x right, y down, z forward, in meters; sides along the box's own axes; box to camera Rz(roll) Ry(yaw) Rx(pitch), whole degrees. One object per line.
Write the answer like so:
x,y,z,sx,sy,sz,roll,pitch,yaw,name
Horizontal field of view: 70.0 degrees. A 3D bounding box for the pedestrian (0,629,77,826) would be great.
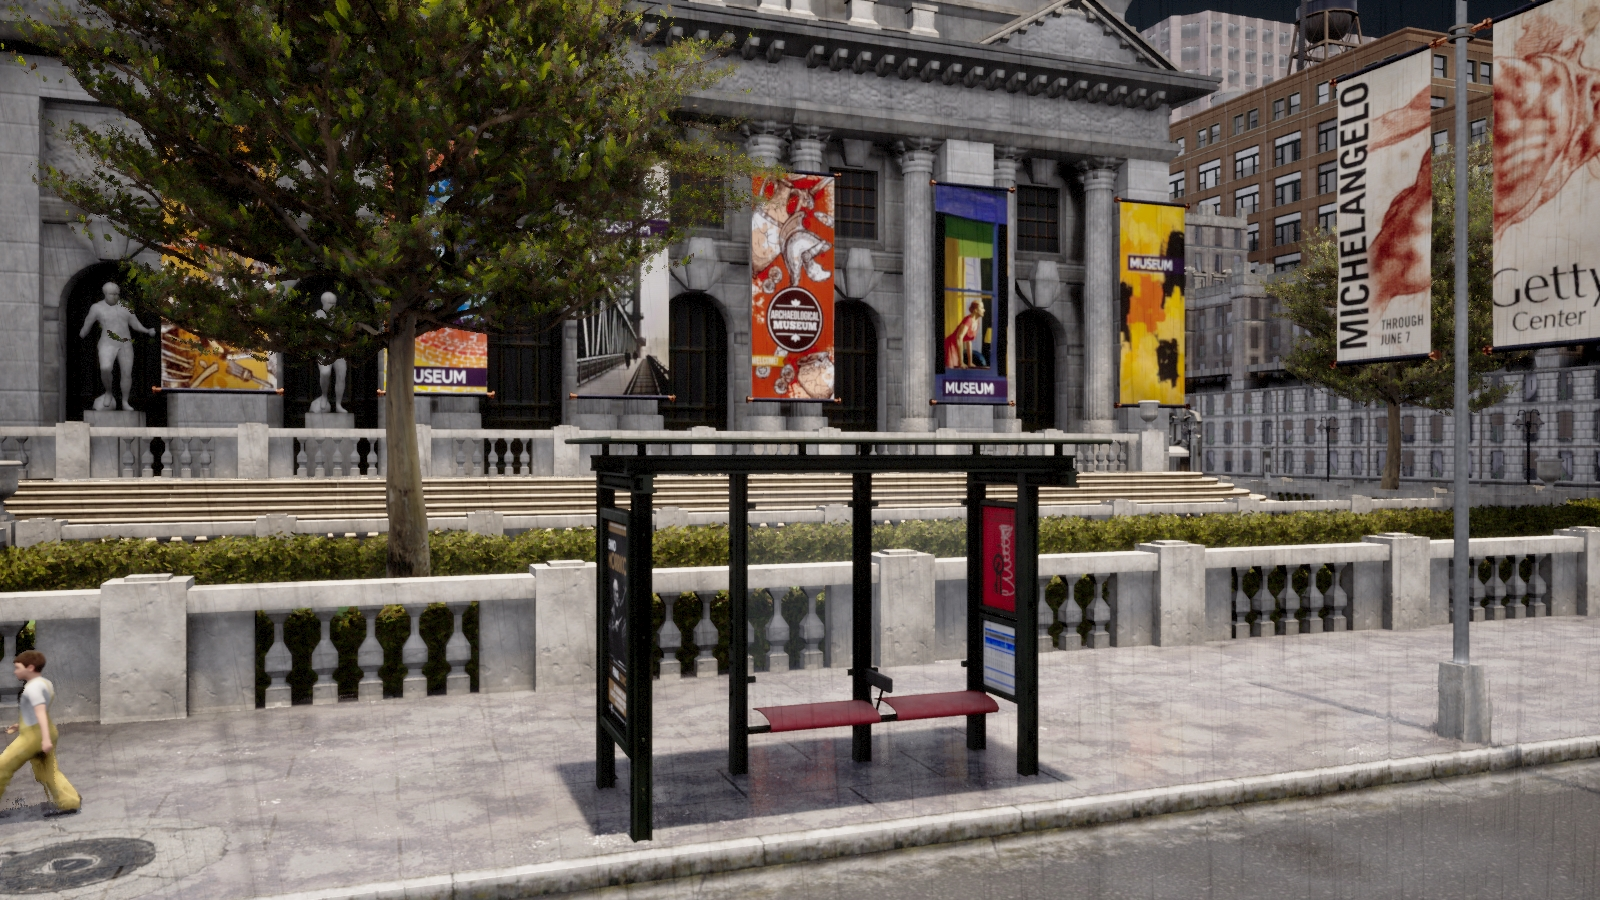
-5.466,1.976,8.206,0.375,1.300,0.375,0,0,-17,pedestrian
